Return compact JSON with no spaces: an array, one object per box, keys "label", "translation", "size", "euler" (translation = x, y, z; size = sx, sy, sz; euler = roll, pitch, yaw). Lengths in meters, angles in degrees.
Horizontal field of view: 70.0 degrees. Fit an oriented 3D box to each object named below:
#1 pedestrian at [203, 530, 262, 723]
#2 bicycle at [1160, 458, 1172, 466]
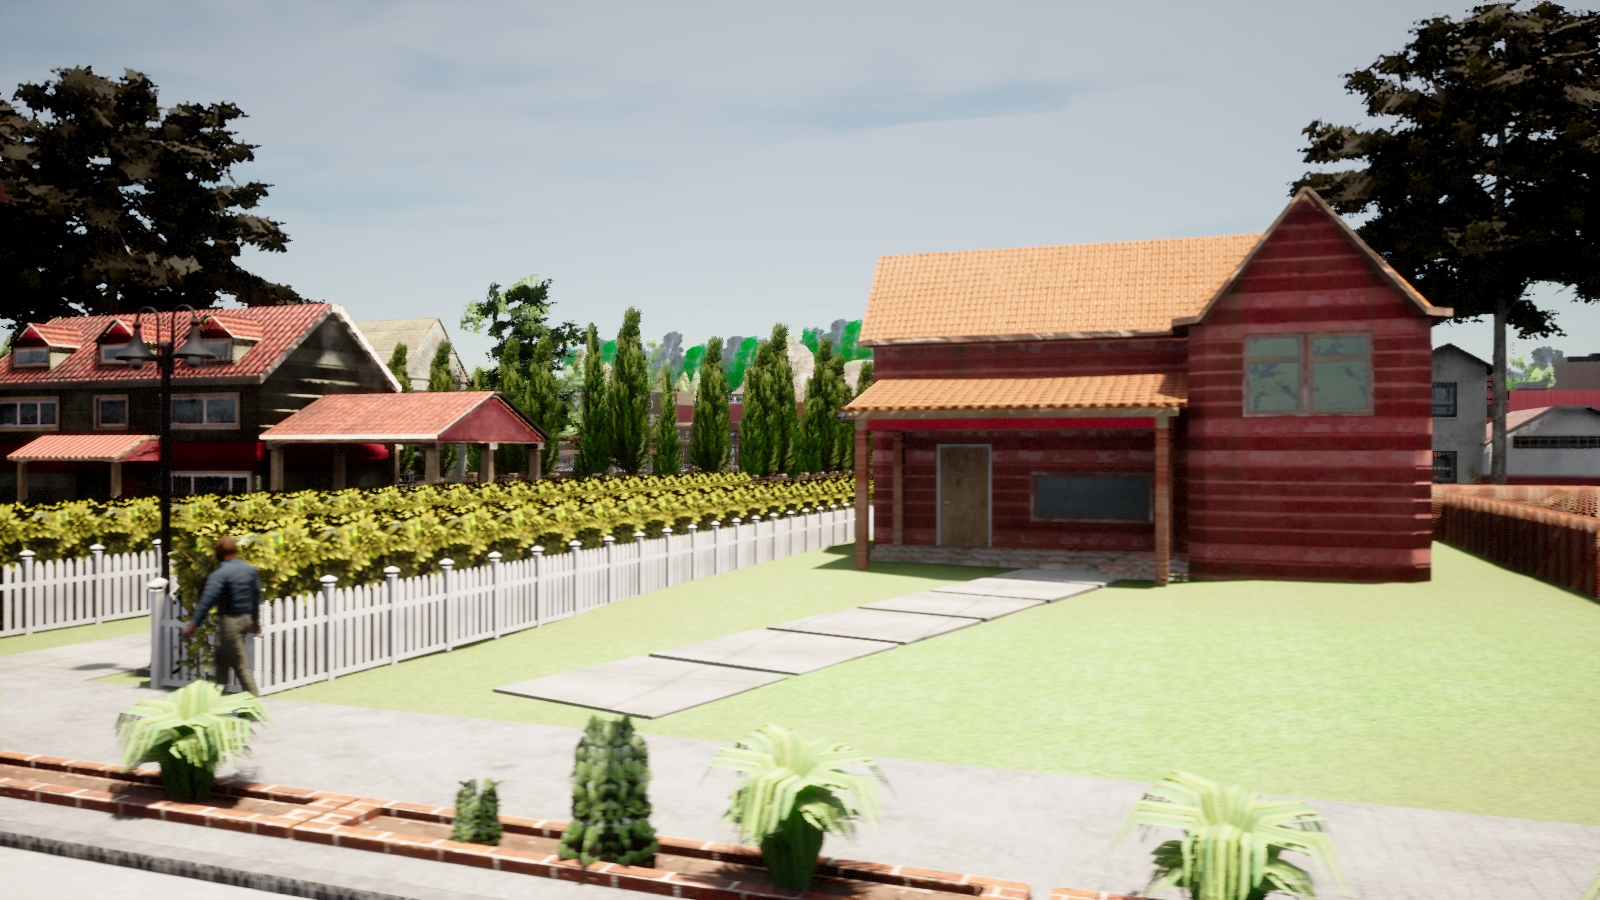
[{"label":"pedestrian","translation":[-5.664,1.743,11.406],"size":[0.375,1.860,0.375],"euler":[0,0,18]},{"label":"bicycle","translation":[62.185,2.060,194.148],"size":[1.835,1.471,0.329],"euler":[-1,0,20]}]
